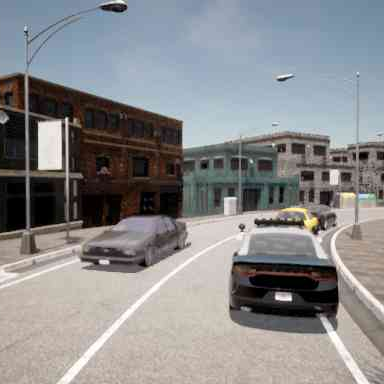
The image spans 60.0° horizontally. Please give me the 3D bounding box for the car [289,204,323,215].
[{"bbox_3d":[5.186,1.466,16.560,1.801,1.575,5.366,1,0,26],"label":"car"}]

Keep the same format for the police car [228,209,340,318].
[{"bbox_3d":[2.003,1.426,7.706,1.930,1.638,5.238,0,0,13],"label":"police car"}]

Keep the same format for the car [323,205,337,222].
[{"bbox_3d":[7.923,1.530,21.234,1.837,1.490,4.892,1,0,34],"label":"car"}]

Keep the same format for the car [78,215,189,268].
[{"bbox_3d":[-1.639,1.524,11.622,2.033,1.411,5.357,0,0,17],"label":"car"}]
